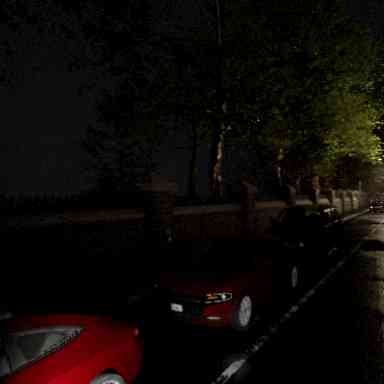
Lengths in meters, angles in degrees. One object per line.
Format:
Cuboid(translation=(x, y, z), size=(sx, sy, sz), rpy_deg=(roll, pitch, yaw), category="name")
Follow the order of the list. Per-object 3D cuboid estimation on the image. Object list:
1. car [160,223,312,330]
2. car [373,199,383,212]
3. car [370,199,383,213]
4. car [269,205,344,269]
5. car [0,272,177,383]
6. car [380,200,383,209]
Cuboid(translation=(0.989, 1.612, 7.188), size=(1.887, 1.381, 4.507), rpy_deg=(-1, -1, 33), category="car")
Cuboid(translation=(25.731, 1.789, 44.825), size=(1.967, 1.590, 4.097), rpy_deg=(-1, -1, 33), category="car")
Cuboid(translation=(22.639, 1.751, 40.122), size=(1.967, 1.590, 4.097), rpy_deg=(-1, -1, 33), category="car")
Cuboid(translation=(4.082, 1.414, 11.896), size=(2.192, 1.841, 5.009), rpy_deg=(-1, -1, 33), category="car")
Cuboid(translation=(-2.104, 1.617, 2.483), size=(1.802, 1.307, 4.206), rpy_deg=(-1, -1, 33), category="car")
Cuboid(translation=(31.919, 1.976, 54.233), size=(2.008, 1.369, 4.403), rpy_deg=(-1, -1, 33), category="car")
